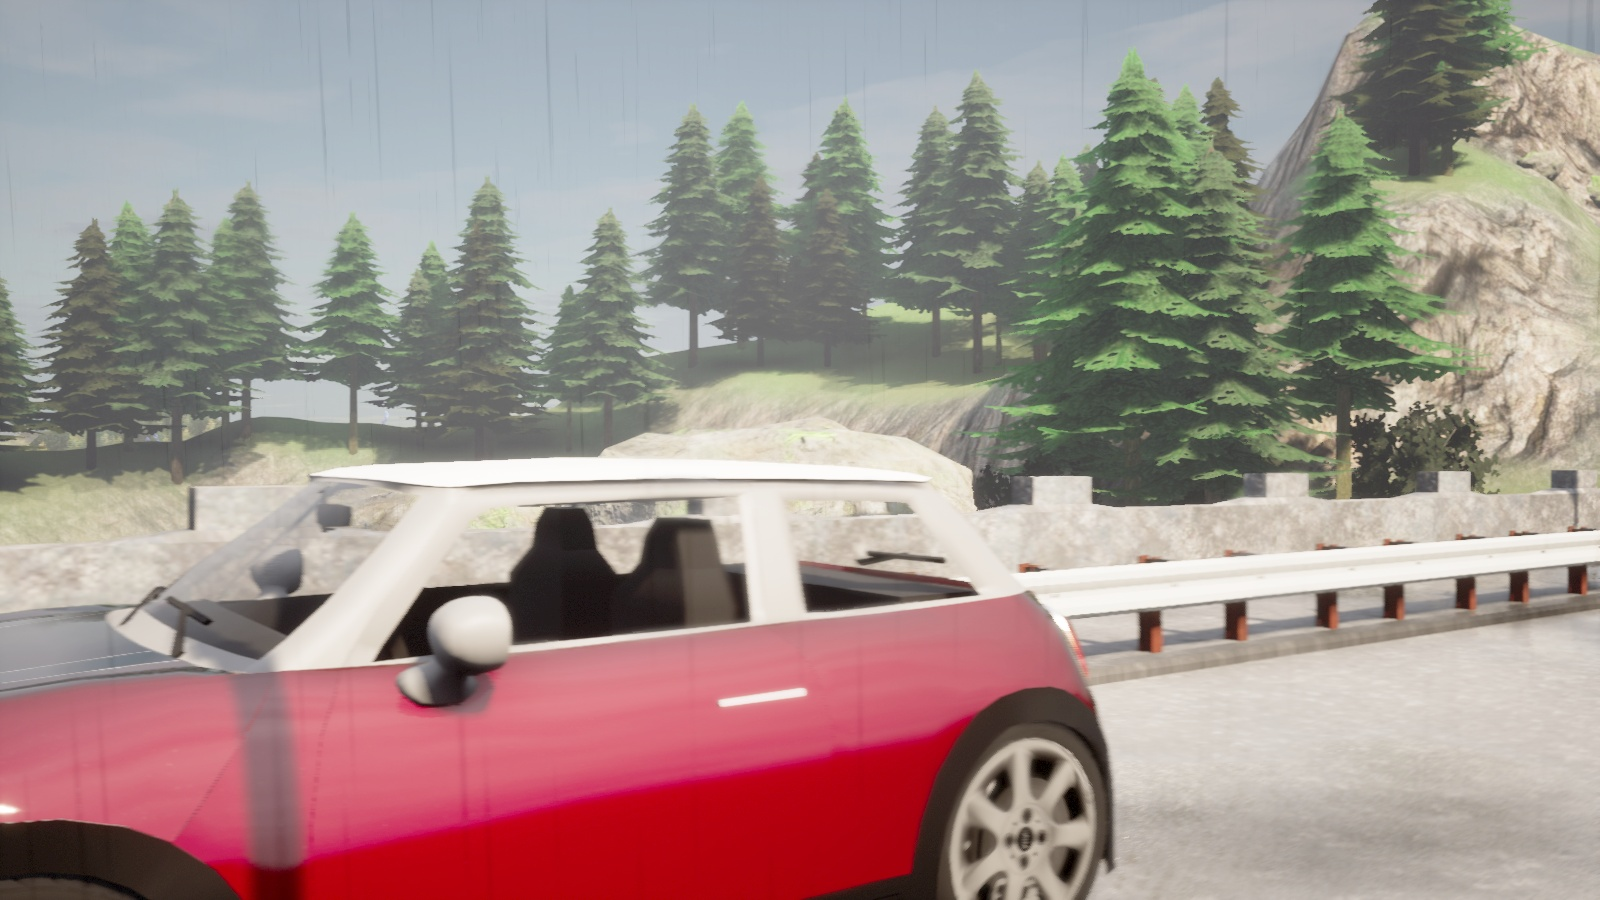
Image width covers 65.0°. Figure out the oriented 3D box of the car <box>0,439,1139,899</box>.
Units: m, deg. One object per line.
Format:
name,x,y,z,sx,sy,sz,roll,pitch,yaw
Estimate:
car,-1.106,0.721,3.499,3.806,1.475,1.970,0,0,-35
